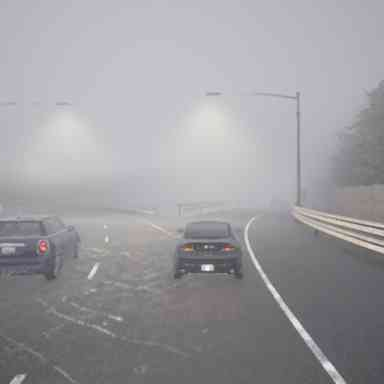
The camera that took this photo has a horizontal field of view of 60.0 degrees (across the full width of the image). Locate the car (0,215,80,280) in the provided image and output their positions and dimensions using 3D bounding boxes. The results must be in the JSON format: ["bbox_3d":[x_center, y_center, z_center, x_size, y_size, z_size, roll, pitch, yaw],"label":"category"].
[{"bbox_3d":[-4.870,1.486,10.339,2.097,1.767,4.553,0,-1,-9],"label":"car"}]

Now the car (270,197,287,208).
[{"bbox_3d":[17.041,2.057,66.484,2.150,2.045,5.566,-1,-2,23],"label":"car"}]

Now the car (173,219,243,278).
[{"bbox_3d":[0.531,1.600,10.447,1.837,1.490,4.892,-1,-1,4],"label":"car"}]

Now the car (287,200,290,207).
[{"bbox_3d":[21.128,2.468,75.953,2.097,1.767,4.553,-1,-2,24],"label":"car"}]
